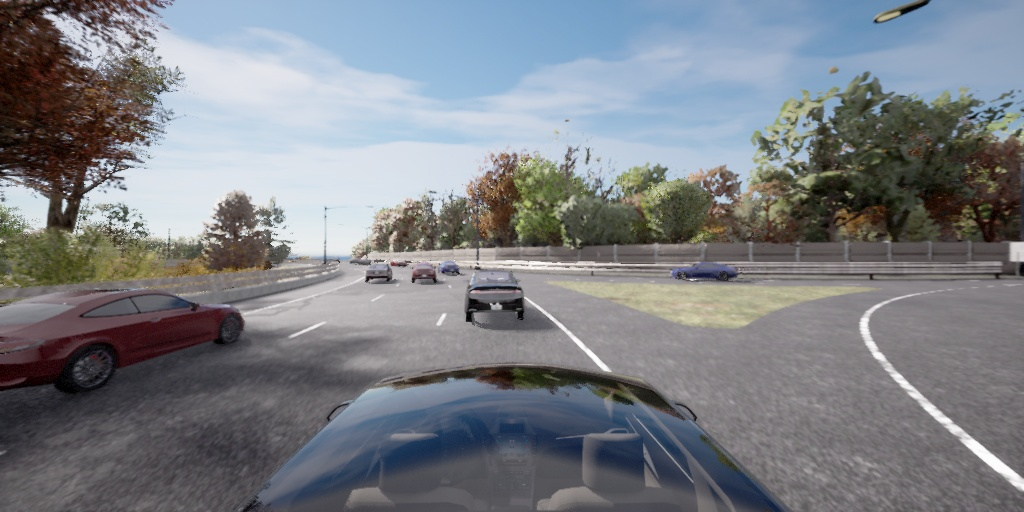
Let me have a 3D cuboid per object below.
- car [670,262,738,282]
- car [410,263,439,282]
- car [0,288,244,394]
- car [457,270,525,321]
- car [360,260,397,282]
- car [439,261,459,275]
[{"bbox_3d":[14.883,1.222,27.935,4.674,1.442,1.812,0,0,20],"label":"car"},{"bbox_3d":[-7.115,1.306,28.909,1.812,1.442,4.674,0,0,-15],"label":"car"},{"bbox_3d":[-7.198,1.304,6.567,1.812,1.442,4.674,0,0,-3],"label":"car"},{"bbox_3d":[-0.689,1.245,12.604,2.128,1.511,4.902,0,0,-6],"label":"car"},{"bbox_3d":[-11.006,1.342,29.854,2.033,1.411,5.357,0,0,-15],"label":"car"},{"bbox_3d":[-7.167,1.307,40.224,1.812,1.442,4.674,0,0,-20],"label":"car"}]
